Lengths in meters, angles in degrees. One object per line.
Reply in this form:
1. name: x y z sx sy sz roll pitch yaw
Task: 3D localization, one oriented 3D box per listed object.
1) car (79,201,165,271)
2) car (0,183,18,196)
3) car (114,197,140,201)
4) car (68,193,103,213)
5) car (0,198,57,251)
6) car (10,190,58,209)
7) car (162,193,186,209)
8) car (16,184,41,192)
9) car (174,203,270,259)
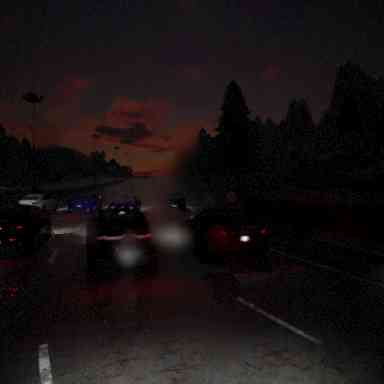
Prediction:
1. car: -2.263 1.249 10.211 2.128 1.511 4.902 0 1 -18
2. car: -28.404 -0.399 51.036 2.150 2.045 5.566 0 3 -5
3. car: -4.748 0.993 24.241 1.895 1.301 4.718 0 2 -5
4. car: -8.484 0.790 26.821 1.882 1.535 5.008 0 2 -5
5. car: -6.450 1.214 12.297 1.837 1.490 4.892 -1 2 -14
6. car: -11.905 0.874 25.765 1.812 1.442 4.674 0 2 -5
7. car: -1.496 0.821 27.213 1.812 1.442 4.674 0 2 -5
8. car: -24.941 -0.113 51.545 1.812 1.442 4.674 0 3 -5
9. car: 0.947 1.286 11.636 1.994 1.385 4.181 0 1 -17
